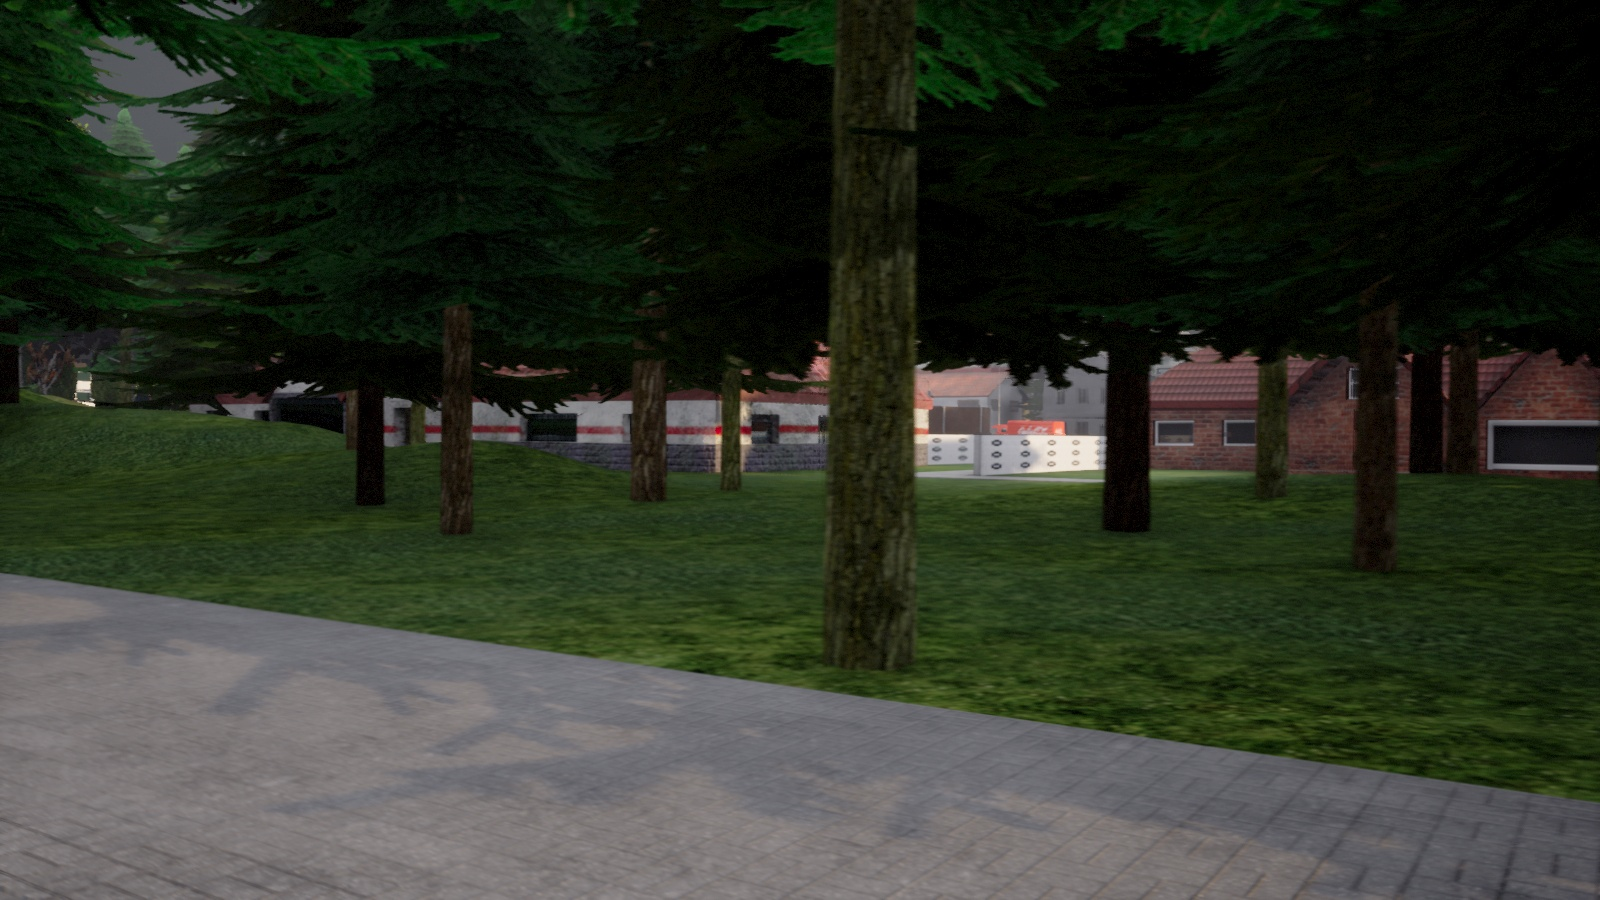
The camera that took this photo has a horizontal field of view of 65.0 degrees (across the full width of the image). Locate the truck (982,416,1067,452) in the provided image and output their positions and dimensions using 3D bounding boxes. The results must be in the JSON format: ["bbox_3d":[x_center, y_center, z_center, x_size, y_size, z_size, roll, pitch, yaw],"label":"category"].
[{"bbox_3d":[15.656,-1.093,87.651,5.204,2.467,2.627,0,1,34],"label":"truck"}]
